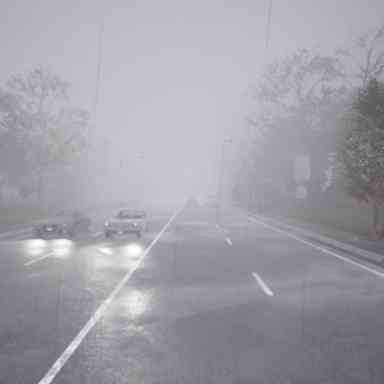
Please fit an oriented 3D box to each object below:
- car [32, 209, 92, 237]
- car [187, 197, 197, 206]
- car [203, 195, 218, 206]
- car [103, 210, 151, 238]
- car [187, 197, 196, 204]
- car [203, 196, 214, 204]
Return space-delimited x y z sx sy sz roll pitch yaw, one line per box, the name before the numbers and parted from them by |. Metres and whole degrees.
car | -7.012 1.656 18.383 1.994 1.385 4.181 0 0 0
car | -0.029 1.777 60.897 2.128 1.511 4.902 0 0 0
car | 3.471 1.505 60.547 2.150 2.045 5.566 0 0 0
car | -3.509 1.691 18.583 1.895 1.301 4.718 0 0 0
car | -0.034 1.726 70.931 1.812 1.442 4.674 0 0 0
car | 3.466 1.701 70.935 2.128 1.511 4.902 0 0 0
